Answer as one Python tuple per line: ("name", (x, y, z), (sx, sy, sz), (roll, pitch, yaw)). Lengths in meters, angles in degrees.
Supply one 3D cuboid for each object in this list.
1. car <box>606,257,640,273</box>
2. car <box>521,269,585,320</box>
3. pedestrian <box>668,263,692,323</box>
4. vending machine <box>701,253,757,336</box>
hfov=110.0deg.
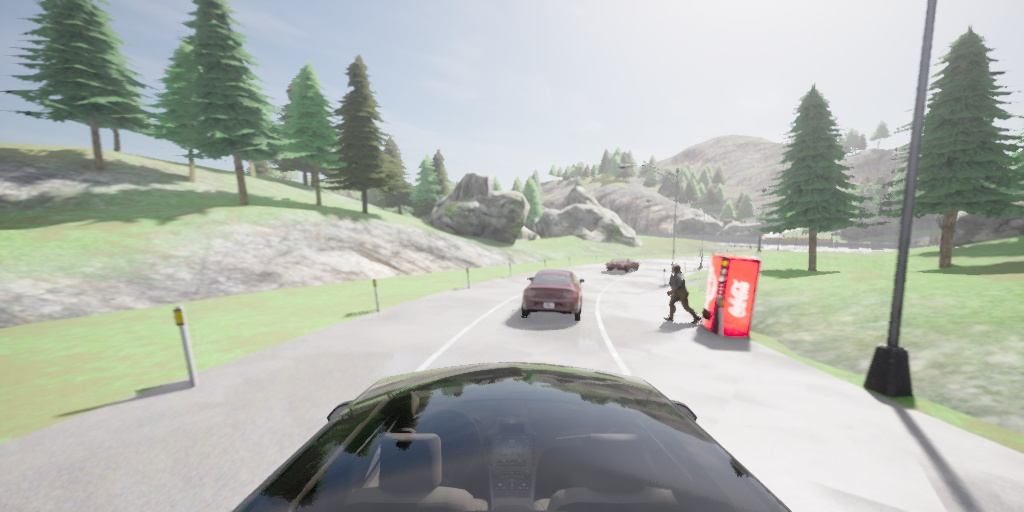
("car", (10.165, 0.775, 32.597), (1.895, 1.301, 4.718), (4, 4, 34))
("car", (1.472, 1.176, 12.255), (1.812, 1.442, 4.674), (1, 1, 11))
("pedestrian", (4.901, 1.054, 10.498), (0.375, 1.860, 0.375), (-3, 5, 11))
("vending machine", (5.716, 0.979, 9.686), (1.100, 2.100, 0.880), (0, 0, 10))
